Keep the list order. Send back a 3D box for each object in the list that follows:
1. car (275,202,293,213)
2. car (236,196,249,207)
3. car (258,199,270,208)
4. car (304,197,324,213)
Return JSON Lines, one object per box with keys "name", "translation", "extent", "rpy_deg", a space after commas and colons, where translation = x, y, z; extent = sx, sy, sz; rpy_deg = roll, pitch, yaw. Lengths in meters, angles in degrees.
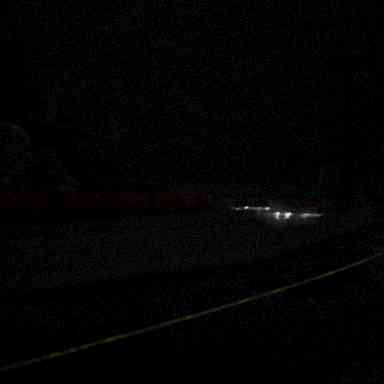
{"name": "car", "translation": [11.929, 1.965, 42.929], "extent": [1.994, 1.385, 4.181], "rpy_deg": [0, 0, 21]}
{"name": "car", "translation": [9.846, 1.788, 64.809], "extent": [2.150, 2.045, 5.566], "rpy_deg": [0, -1, 6]}
{"name": "car", "translation": [13.027, 2.053, 60.392], "extent": [1.837, 1.490, 4.892], "rpy_deg": [0, -1, 10]}
{"name": "car", "translation": [15.757, 1.642, 43.048], "extent": [2.150, 2.045, 5.566], "rpy_deg": [0, 0, 19]}
